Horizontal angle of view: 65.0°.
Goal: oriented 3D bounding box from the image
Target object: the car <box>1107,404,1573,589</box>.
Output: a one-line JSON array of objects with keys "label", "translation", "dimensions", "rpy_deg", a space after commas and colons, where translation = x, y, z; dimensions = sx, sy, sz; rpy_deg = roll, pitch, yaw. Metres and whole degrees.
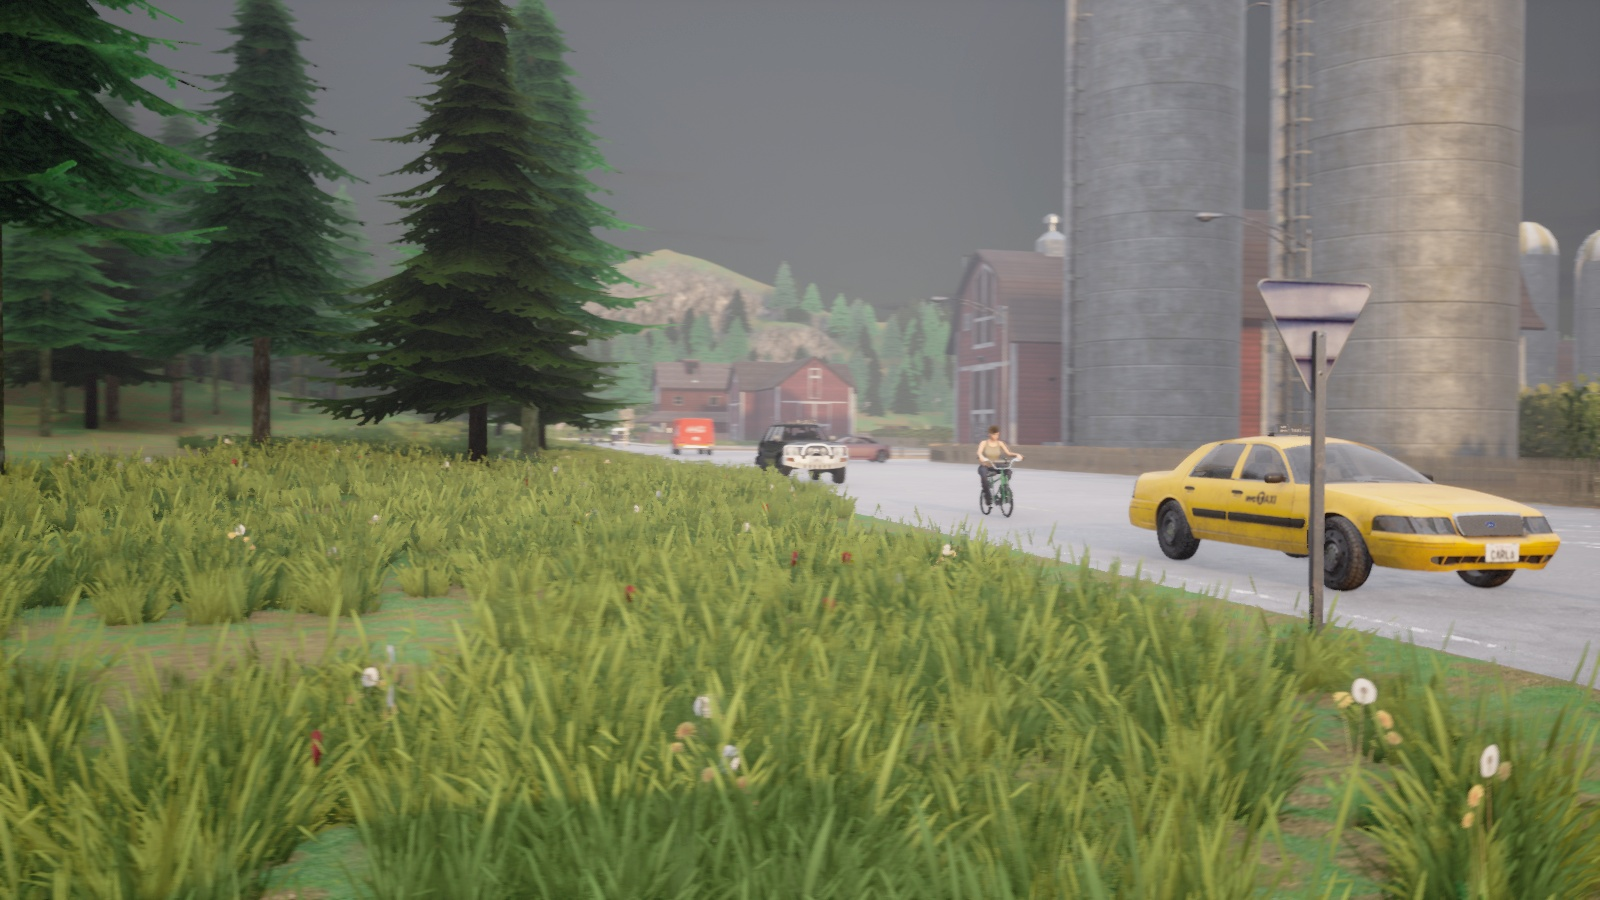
[{"label": "car", "translation": [5.416, 0.370, 13.630], "dimensions": [1.801, 1.575, 5.366], "rpy_deg": [-1, 1, -13]}]

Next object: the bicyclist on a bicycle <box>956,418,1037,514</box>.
[{"label": "bicyclist on a bicycle", "translation": [3.434, 0.290, 22.060], "dimensions": [0.866, 1.612, 1.509], "rpy_deg": [-1, -1, -13]}]

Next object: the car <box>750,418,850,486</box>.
[{"label": "car", "translation": [-0.075, 0.038, 37.039], "dimensions": [1.932, 1.855, 4.605], "rpy_deg": [-1, 1, -13]}]

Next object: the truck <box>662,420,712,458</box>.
[{"label": "truck", "translation": [-7.625, -0.734, 84.533], "dimensions": [2.627, 2.467, 5.204], "rpy_deg": [-1, 1, -13]}]
